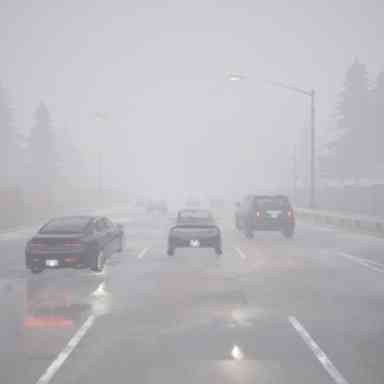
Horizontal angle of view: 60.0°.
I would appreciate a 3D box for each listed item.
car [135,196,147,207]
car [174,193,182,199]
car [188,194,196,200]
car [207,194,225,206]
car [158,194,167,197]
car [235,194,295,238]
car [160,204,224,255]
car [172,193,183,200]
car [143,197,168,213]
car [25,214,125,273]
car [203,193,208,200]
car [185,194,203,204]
[{"bbox_3d":[-6.930,1.294,47.255,1.812,1.442,4.674,0,0,0],"label":"car"},{"bbox_3d":[-3.556,0.935,87.110,1.837,1.490,4.892,0,0,0],"label":"car"},{"bbox_3d":[-0.051,1.122,79.610,1.812,1.442,4.674,0,0,0],"label":"car"},{"bbox_3d":[3.569,1.284,47.200,1.812,1.442,4.674,0,0,0],"label":"car"},{"bbox_3d":[-7.051,1.200,79.636,1.895,1.301,4.718,0,0,0],"label":"car"},{"bbox_3d":[3.591,1.129,17.211,2.150,2.045,5.566,0,0,0],"label":"car"},{"bbox_3d":[0.094,1.424,13.009,2.128,1.511,4.902,0,0,0],"label":"car"},{"bbox_3d":[-3.549,1.166,77.108,1.994,1.385,4.181,0,0,0],"label":"car"},{"bbox_3d":[-3.421,1.434,33.699,1.895,1.301,4.718,0,0,0],"label":"car"},{"bbox_3d":[-3.404,1.455,10.505,1.837,1.490,4.892,0,0,0],"label":"car"},{"bbox_3d":[3.449,1.075,79.196,1.882,1.535,5.008,0,0,0],"label":"car"},{"bbox_3d":[0.070,1.329,46.504,1.994,1.385,4.181,0,0,0],"label":"car"}]
